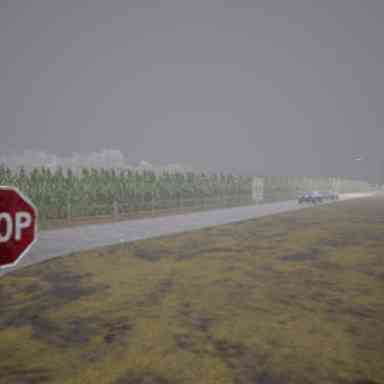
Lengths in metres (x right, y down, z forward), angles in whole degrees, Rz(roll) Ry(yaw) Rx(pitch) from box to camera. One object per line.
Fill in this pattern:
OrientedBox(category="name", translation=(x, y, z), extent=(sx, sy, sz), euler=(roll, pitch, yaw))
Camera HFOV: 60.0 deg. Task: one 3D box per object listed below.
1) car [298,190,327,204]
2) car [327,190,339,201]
OrientedBox(category="car", translation=(15.589, 0.580, 43.475), extent=(2.097, 1.767, 4.553), euler=(1, 2, 36))
OrientedBox(category="car", translation=(21.462, 0.489, 51.731), extent=(2.128, 1.511, 4.902), euler=(1, 2, 36))
